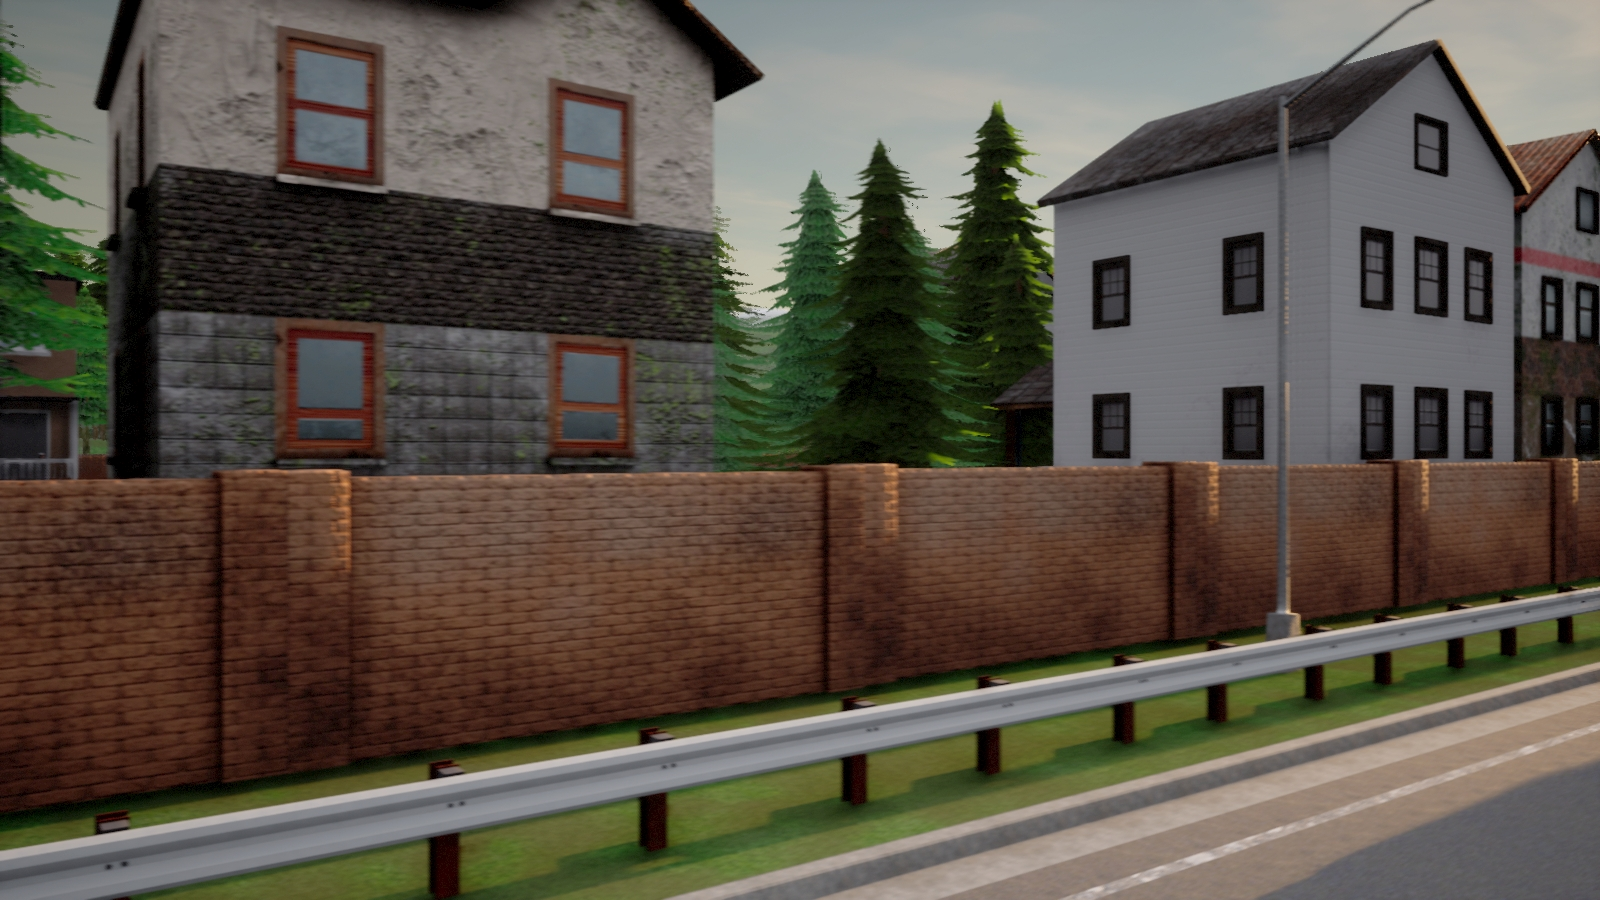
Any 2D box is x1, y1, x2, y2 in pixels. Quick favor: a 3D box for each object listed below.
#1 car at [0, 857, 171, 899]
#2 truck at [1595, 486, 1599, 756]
[{"bbox_3d":[-3.301,2.039,1.473,4.514,1.525,2.007,0,0,-35],"label":"car"},{"bbox_3d":[10.191,1.574,10.921,5.204,2.467,2.627,0,0,-35],"label":"truck"}]
